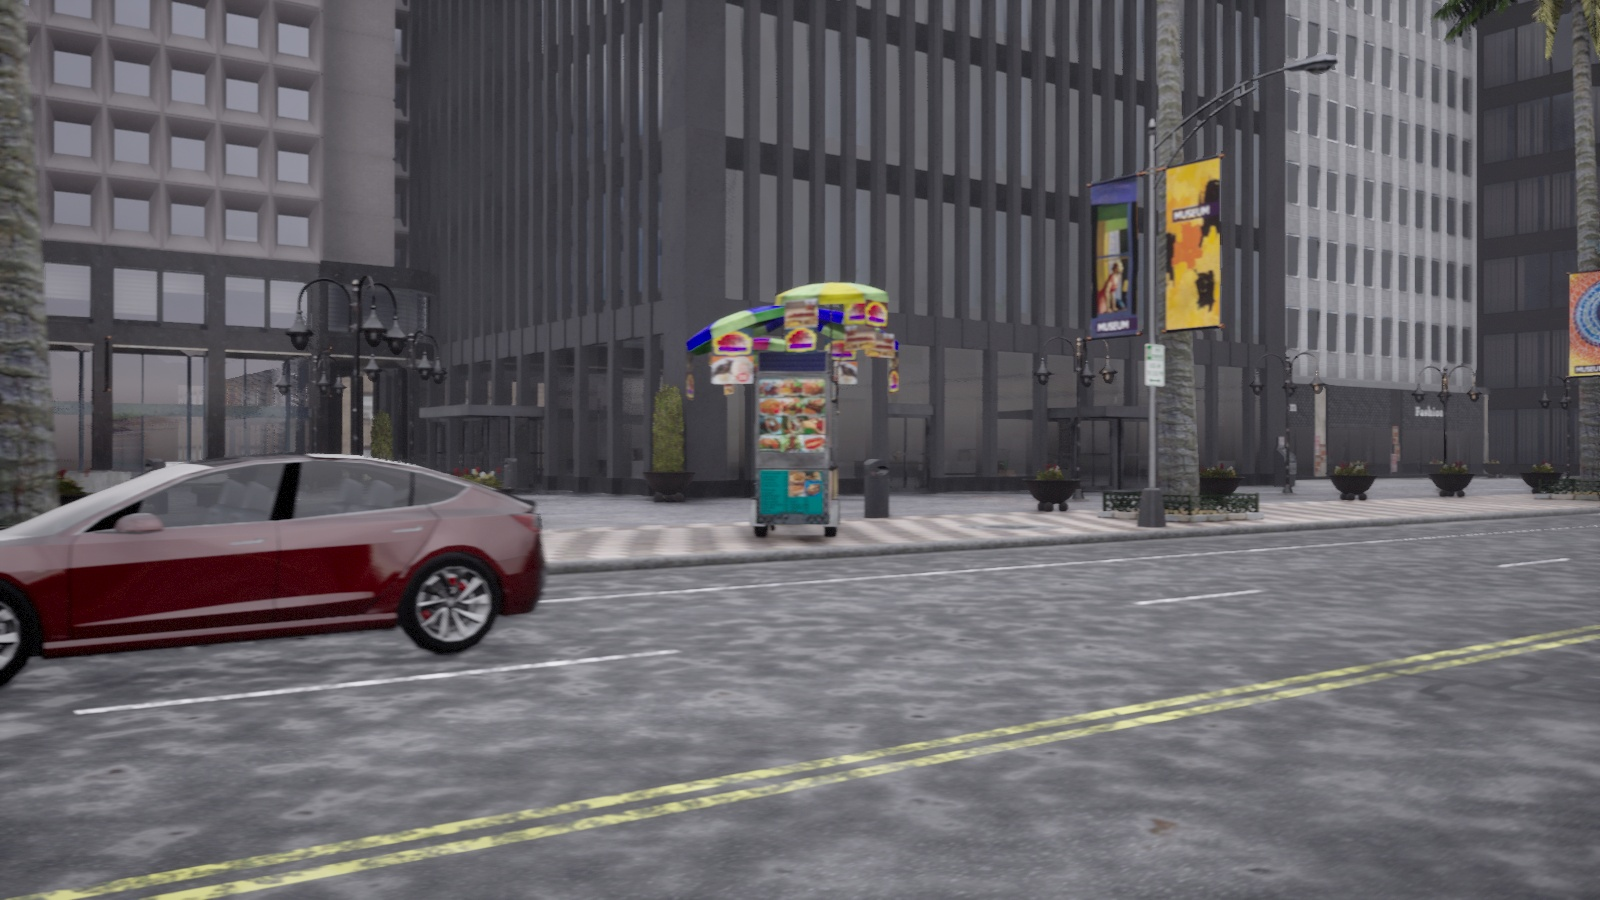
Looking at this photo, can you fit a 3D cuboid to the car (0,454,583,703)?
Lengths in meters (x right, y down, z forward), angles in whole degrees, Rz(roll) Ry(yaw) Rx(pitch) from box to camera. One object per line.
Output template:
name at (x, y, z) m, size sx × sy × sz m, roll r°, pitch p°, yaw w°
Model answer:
car at (-4.263, 0.776, 9.227) m, size 4.792 × 1.488 × 2.163 m, roll 0°, pitch 0°, yaw -35°
